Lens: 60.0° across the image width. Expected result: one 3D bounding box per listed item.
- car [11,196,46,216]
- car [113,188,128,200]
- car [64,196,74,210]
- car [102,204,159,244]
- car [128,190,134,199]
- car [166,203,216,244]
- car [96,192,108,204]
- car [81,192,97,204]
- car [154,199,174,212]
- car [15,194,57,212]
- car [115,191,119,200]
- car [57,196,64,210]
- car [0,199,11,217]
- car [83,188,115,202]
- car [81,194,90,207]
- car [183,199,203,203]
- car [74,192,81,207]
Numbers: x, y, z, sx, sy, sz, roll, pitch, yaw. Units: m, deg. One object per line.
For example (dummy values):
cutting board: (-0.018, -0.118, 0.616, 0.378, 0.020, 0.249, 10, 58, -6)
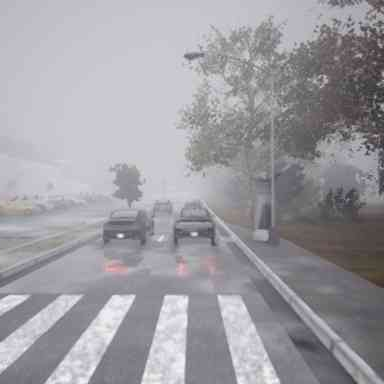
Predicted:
car: (-16.661, 1.473, 30.462, 5.366, 1.575, 1.946, -1, 0, -20)
car: (-16.835, 0.737, 69.398, 5.566, 2.045, 2.435, -1, 1, -20)
car: (-16.829, 1.441, 39.414, 4.674, 1.452, 2.002, -1, 0, -20)
car: (-2.902, 1.521, 15.929, 1.837, 1.490, 4.892, 0, 0, 0)
car: (-16.835, 0.774, 78.411, 4.553, 1.767, 2.185, -1, 0, -20)
car: (0.098, 1.504, 15.980, 2.128, 1.511, 4.902, 0, 0, 0)
car: (-16.791, 1.215, 54.430, 4.792, 1.488, 2.163, -1, 1, -20)
car: (-16.814, 1.277, 48.413, 5.008, 1.535, 2.097, -1, 1, -20)
car: (-2.901, 1.440, 33.981, 2.128, 1.511, 4.902, 0, 1, 0)
car: (-16.860, 1.207, 33.388, 5.566, 2.045, 2.435, -1, 1, -20)
car: (-16.639, 1.093, 60.484, 5.366, 1.575, 1.946, -1, 1, -20)
car: (-16.854, 1.459, 36.390, 4.792, 1.488, 2.163, -1, 1, -20)
car: (-16.814, 1.259, 24.408, 5.566, 2.045, 2.435, -1, 0, -20)
car: (-16.794, 0.891, 57.429, 5.566, 2.045, 2.435, -1, 1, -20)
car: (-16.825, 1.361, 45.414, 4.674, 1.452, 2.002, -1, 1, -20)
car: (0.099, 1.451, 34.068, 1.837, 1.490, 4.892, 0, 1, 0)
car: (-16.857, 1.236, 42.401, 4.553, 1.767, 2.185, -1, 1, -20)
